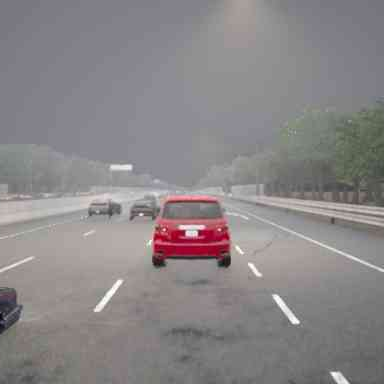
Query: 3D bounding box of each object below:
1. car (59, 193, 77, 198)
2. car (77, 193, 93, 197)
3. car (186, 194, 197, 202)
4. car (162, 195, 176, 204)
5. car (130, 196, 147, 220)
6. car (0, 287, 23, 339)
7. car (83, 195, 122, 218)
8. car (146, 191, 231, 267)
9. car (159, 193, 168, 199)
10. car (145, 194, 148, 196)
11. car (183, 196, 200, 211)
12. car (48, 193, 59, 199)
[{"bbox_3d":[-24.628,0.989,67.489,1.837,1.490,4.892,0,0,0],"label":"car"},{"bbox_3d":[-21.128,0.985,67.496,1.837,1.490,4.892,0,0,0],"label":"car"},{"bbox_3d":[-0.113,1.128,60.371,1.895,1.301,4.718,0,0,0],"label":"car"},{"bbox_3d":[-3.596,1.187,52.744,1.895,1.301,4.718,0,0,0],"label":"car"},{"bbox_3d":[-3.535,1.296,25.549,1.837,1.490,4.892,0,0,0],"label":"car"},{"bbox_3d":[-3.503,1.527,2.600,2.033,1.411,5.357,0,1,0],"label":"car"},{"bbox_3d":[-7.037,1.272,27.269,2.128,1.511,4.902,0,0,0],"label":"car"},{"bbox_3d":[-0.008,1.124,11.134,2.150,2.045,5.566,0,0,0],"label":"car"},{"bbox_3d":[-7.165,0.920,84.230,1.994,1.385,4.181,0,0,0],"label":"car"},{"bbox_3d":[-7.104,1.072,56.149,1.837,1.490,4.892,0,0,0],"label":"car"},{"bbox_3d":[-0.059,1.228,36.567,1.812,1.442,4.674,0,0,0],"label":"car"},{"bbox_3d":[-28.131,0.942,68.865,1.837,1.490,4.892,0,0,0],"label":"car"}]
